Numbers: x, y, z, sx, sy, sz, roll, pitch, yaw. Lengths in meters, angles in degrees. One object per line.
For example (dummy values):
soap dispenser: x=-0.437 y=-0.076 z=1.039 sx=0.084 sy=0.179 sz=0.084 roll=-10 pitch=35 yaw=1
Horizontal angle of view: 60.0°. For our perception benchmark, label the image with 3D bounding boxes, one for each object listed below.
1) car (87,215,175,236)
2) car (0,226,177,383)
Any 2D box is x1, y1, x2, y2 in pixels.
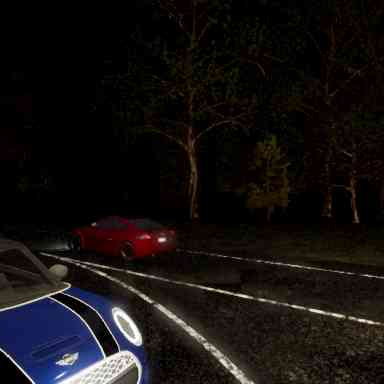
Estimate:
car: x=-2.579 y=1.518 z=11.975 sx=4.181 sy=1.385 sz=1.994 roll=0 pitch=0 yaw=36
car: x=-2.645 y=1.338 z=3.762 sx=4.553 sy=1.767 sz=2.097 roll=1 pitch=0 yaw=35
